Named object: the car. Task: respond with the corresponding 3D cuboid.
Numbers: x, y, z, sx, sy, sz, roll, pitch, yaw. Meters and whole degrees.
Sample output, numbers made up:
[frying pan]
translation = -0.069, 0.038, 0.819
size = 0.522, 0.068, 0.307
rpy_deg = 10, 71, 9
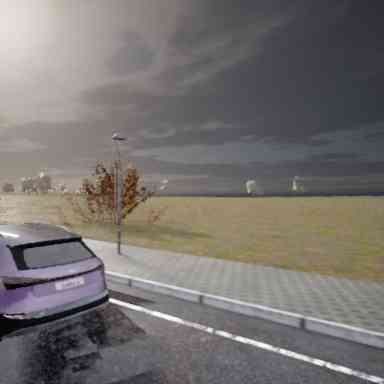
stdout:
[car]
translation = -3.591, 1.372, 6.156
size = 4.856, 1.649, 2.033
rpy_deg = 1, 0, 36
